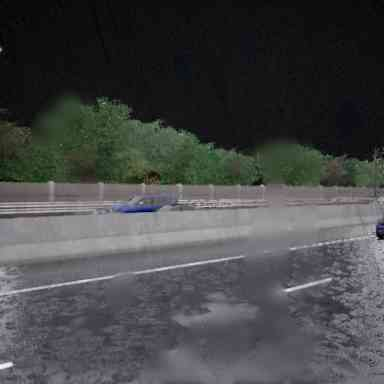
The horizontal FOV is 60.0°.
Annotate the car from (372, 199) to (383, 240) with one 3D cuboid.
[{"bbox_3d":[10.666,1.347,15.659,4.553,1.767,2.097,0,0,-35],"label":"car"}]

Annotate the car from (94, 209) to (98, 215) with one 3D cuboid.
[{"bbox_3d":[-5.199,1.486,26.082,4.902,1.511,2.128,0,0,-36],"label":"car"}]

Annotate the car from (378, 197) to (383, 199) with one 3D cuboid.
[{"bbox_3d":[29.296,1.499,50.629,4.674,1.442,1.812,0,0,-35],"label":"car"}]

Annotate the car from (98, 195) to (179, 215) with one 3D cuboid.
[{"bbox_3d":[-3.303,1.216,23.136,5.566,2.045,2.150,0,0,-36],"label":"car"}]

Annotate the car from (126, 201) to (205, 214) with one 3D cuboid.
[{"bbox_3d":[-1.232,1.500,20.313,4.892,1.490,1.837,0,0,-35],"label":"car"}]
